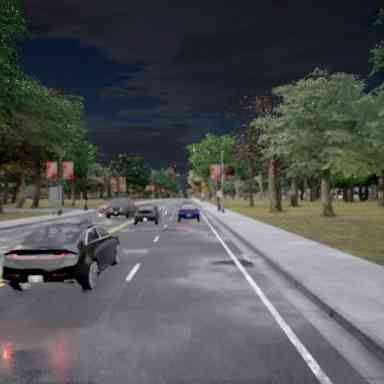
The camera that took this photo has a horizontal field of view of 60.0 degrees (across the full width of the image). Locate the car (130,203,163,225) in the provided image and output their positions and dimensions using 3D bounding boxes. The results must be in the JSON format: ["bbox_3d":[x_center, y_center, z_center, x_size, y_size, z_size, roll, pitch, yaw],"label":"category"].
[{"bbox_3d":[-3.483,1.787,26.827,1.837,1.490,4.892,0,-1,-1],"label":"car"}]

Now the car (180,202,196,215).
[{"bbox_3d":[-0.483,1.914,39.612,1.812,1.442,4.674,0,-1,0],"label":"car"}]

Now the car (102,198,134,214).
[{"bbox_3d":[-7.007,1.594,33.277,2.150,2.045,5.566,0,-1,-1],"label":"car"}]

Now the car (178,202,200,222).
[{"bbox_3d":[-0.267,1.766,29.654,1.882,1.535,5.008,0,-1,-1],"label":"car"}]

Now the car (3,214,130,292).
[{"bbox_3d":[-3.249,1.603,9.261,2.128,1.511,4.902,0,-1,-1],"label":"car"}]

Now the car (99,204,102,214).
[{"bbox_3d":[-10.313,1.835,42.276,2.097,1.767,4.553,0,0,0],"label":"car"}]
